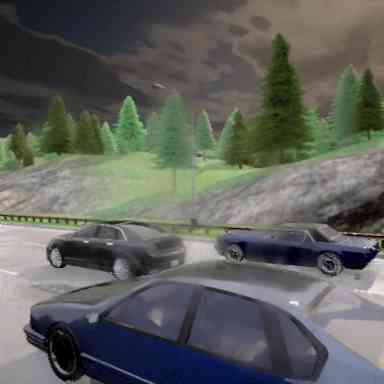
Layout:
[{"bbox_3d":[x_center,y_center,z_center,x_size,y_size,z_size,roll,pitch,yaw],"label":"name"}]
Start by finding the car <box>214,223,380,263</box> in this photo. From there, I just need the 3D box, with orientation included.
[{"bbox_3d":[3.079,1.639,10.385,4.718,1.301,1.895,-1,0,35],"label":"car"}]

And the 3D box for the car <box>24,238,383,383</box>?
[{"bbox_3d":[0.289,1.570,3.795,5.357,1.411,2.033,-1,0,35],"label":"car"}]

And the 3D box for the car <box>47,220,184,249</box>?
[{"bbox_3d":[-2.409,1.601,9.981,4.892,1.490,1.837,-1,0,35],"label":"car"}]
